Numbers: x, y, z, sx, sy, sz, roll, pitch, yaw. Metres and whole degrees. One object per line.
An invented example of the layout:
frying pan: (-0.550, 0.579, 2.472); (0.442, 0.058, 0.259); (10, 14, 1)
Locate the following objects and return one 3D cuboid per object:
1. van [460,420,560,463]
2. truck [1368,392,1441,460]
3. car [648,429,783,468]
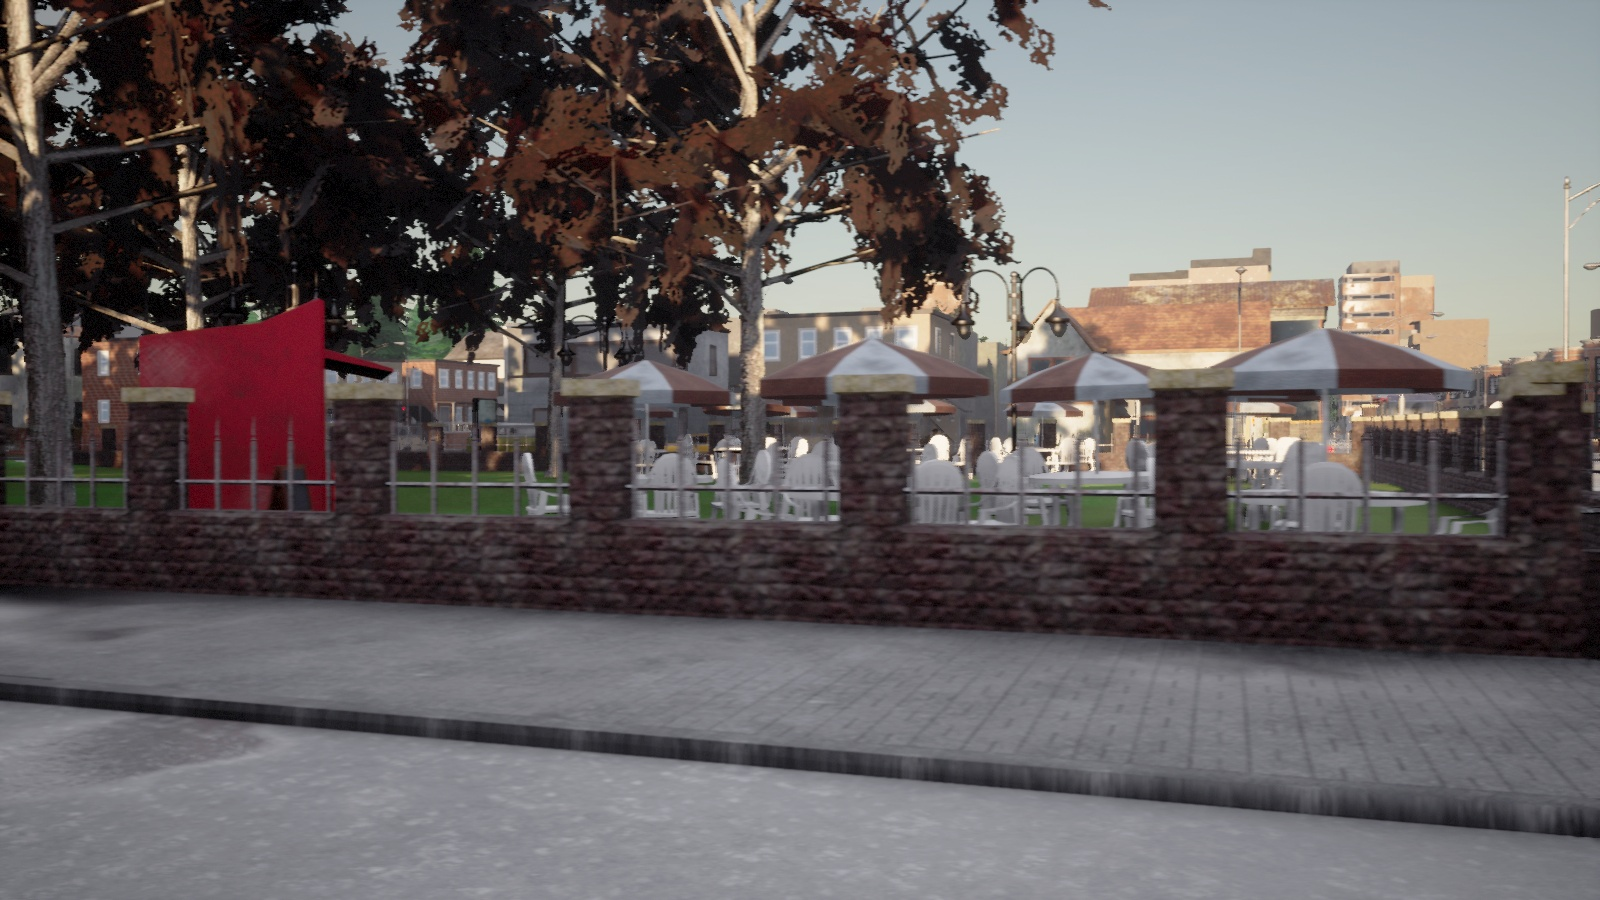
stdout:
van: (-13.934, -0.439, 60.349); (4.442, 1.987, 1.775); (1, 1, 19)
truck: (35.835, -1.400, 74.736); (2.891, 3.827, 8.468); (1, 1, 19)
car: (-3.554, -0.090, 52.642); (5.366, 1.575, 1.801); (1, 1, 19)
